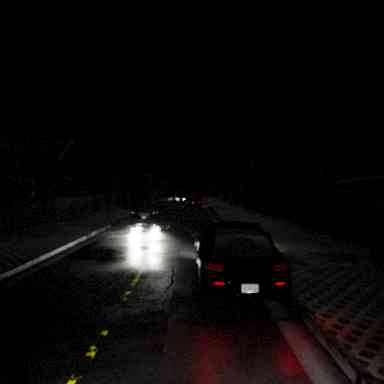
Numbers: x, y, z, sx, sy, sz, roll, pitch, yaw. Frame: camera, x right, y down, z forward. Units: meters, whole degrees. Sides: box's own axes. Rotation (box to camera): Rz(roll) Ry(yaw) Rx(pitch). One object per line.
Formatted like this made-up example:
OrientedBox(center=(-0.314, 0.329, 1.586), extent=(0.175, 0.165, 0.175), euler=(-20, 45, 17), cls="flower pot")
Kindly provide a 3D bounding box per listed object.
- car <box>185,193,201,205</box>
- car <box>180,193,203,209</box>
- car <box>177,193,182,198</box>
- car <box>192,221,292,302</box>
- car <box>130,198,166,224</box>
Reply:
OrientedBox(center=(0.097, 0.907, 46.596), extent=(2.128, 1.511, 4.902), euler=(0, 1, 0), cls="car")
OrientedBox(center=(0.142, 1.076, 35.638), extent=(2.033, 1.411, 5.357), euler=(0, 1, 1), cls="car")
OrientedBox(center=(-2.599, 0.799, 78.880), extent=(1.895, 1.301, 4.718), euler=(0, 0, 0), cls="car")
OrientedBox(center=(0.978, 1.418, 7.876), extent=(1.812, 1.442, 4.674), euler=(0, 1, 0), cls="car")
OrientedBox(center=(-2.808, 1.192, 21.863), extent=(2.128, 1.511, 4.902), euler=(0, 1, 0), cls="car")
